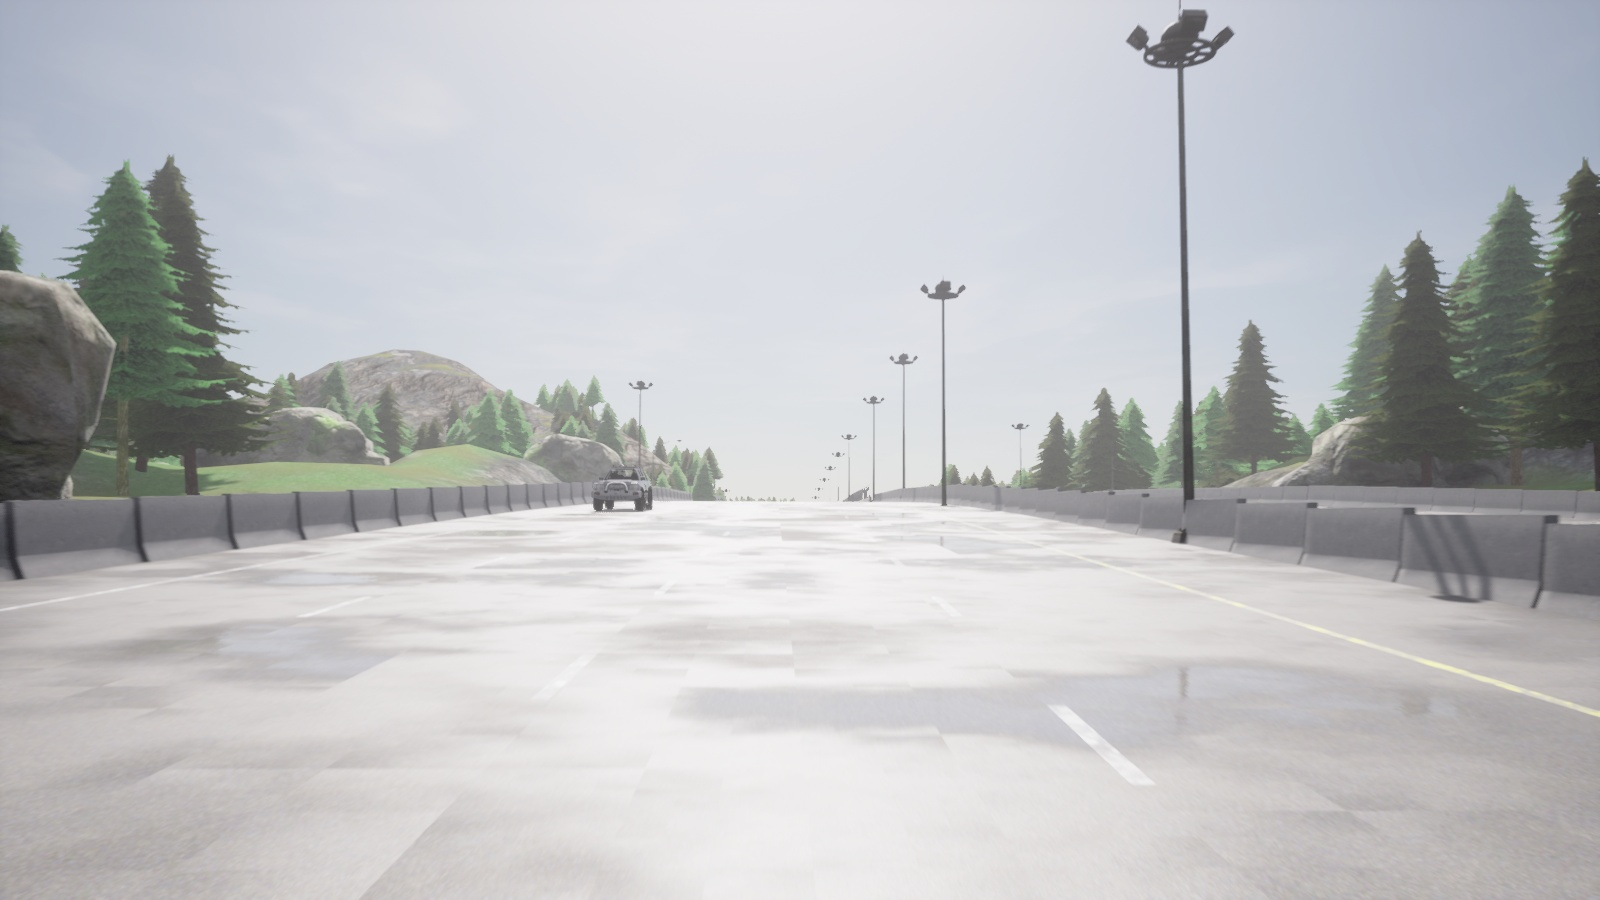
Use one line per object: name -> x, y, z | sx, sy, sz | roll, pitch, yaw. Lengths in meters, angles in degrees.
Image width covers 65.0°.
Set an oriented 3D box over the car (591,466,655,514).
car -> -7.125, 1.590, 50.965 | 1.932, 1.855, 4.605 | 0, -1, 0
